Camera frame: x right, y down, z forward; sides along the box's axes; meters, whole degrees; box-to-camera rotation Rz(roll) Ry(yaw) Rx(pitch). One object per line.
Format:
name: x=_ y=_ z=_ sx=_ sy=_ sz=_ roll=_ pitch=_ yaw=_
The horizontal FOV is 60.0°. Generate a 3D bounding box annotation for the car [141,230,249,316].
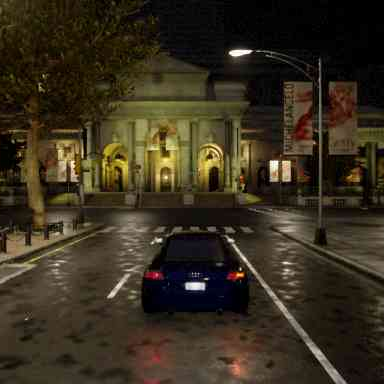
car: x=0.070 y=1.564 z=7.639 sx=1.994 sy=1.385 sz=4.181 roll=0 pitch=0 yaw=0
